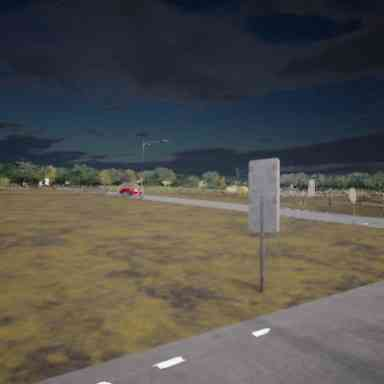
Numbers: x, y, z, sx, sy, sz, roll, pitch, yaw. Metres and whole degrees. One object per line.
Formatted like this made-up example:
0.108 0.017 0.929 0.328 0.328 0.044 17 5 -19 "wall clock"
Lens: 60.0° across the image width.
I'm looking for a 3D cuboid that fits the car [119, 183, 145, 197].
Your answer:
-9.528 -0.392 52.388 2.150 2.045 5.566 0 2 -35 "car"
